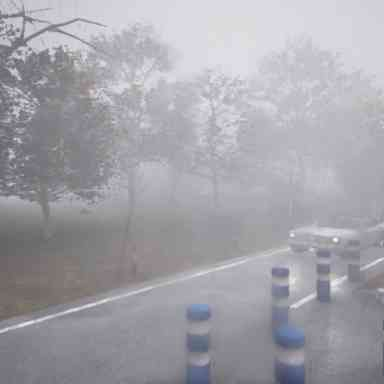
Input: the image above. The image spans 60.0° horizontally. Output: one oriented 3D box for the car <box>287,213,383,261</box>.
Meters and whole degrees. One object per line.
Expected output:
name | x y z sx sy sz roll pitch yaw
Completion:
car | 5.391 1.476 12.019 4.718 1.301 1.895 -2 1 -43
